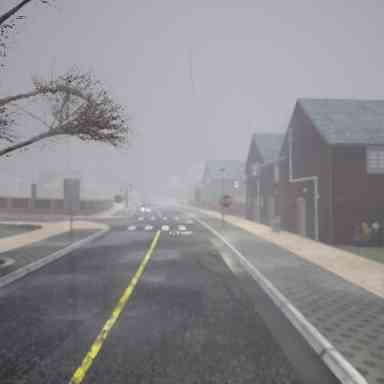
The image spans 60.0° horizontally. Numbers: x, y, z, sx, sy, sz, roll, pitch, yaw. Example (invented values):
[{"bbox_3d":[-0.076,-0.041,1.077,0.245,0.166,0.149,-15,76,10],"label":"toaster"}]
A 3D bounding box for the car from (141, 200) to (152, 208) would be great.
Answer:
[{"bbox_3d":[-8.494,2.172,61.559,2.128,1.511,4.902,0,-1,-10],"label":"car"}]
